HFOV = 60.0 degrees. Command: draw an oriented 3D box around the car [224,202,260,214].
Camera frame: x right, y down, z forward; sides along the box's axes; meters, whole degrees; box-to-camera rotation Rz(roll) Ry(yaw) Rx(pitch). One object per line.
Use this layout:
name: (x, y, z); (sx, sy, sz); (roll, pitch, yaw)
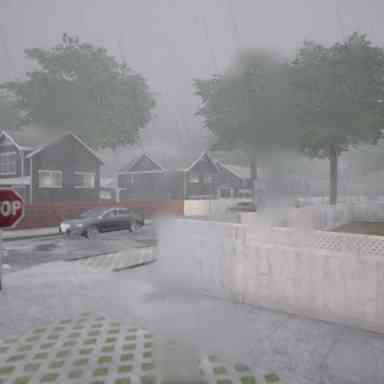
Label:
car: (4.782, 1.672, 30.855); (1.837, 1.490, 4.892); (0, 0, 36)

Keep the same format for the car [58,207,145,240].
car: (-4.648, 1.559, 17.750); (2.128, 1.511, 4.902); (0, 0, 36)

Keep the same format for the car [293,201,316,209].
car: (15.593, 1.899, 45.723); (2.033, 1.411, 5.357); (0, 0, 36)
